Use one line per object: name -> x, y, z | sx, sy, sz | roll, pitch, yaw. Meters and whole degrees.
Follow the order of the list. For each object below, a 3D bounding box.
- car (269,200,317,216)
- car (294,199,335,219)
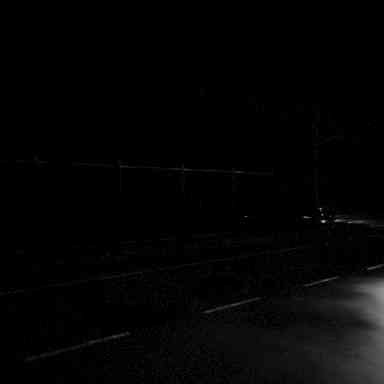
car -> 10.462, 1.581, 34.835 | 1.812, 1.442, 4.674 | 0, 0, -36
car -> 10.124, 1.407, 29.150 | 2.097, 1.767, 4.553 | 0, 0, -34
